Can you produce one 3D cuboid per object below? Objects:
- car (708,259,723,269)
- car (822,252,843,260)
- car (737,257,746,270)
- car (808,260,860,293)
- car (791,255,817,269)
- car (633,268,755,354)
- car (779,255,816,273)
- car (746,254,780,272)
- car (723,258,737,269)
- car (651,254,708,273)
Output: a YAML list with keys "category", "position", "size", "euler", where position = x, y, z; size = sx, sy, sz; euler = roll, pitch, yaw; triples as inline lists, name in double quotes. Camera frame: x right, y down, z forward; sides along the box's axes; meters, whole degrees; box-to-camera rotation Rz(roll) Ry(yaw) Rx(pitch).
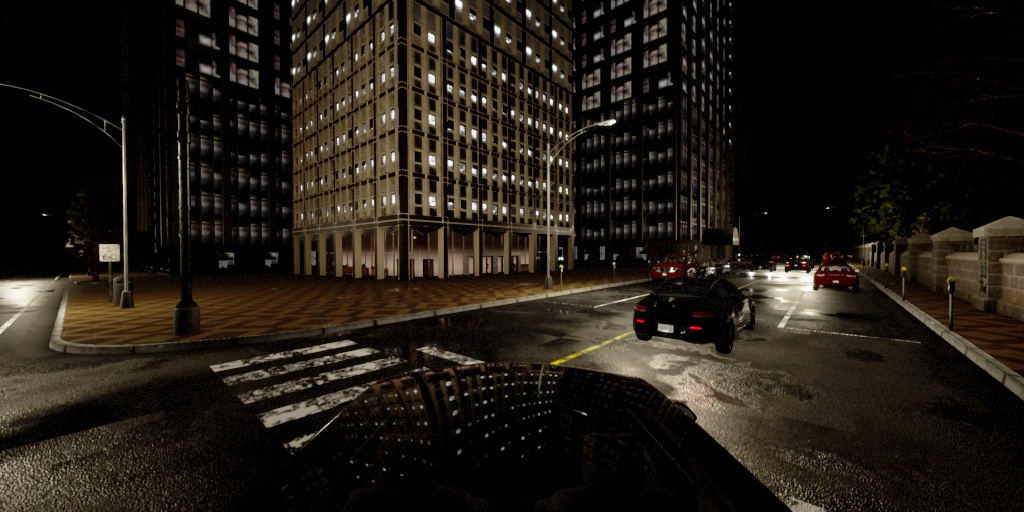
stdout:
- category: "car"
  position: [14.787, 0.993, 28.233]
  size: [2.007, 1.370, 4.403]
  euler: [0, 0, 42]
- category: "car"
  position: [42.702, 0.441, 47.795]
  size: [2.192, 1.841, 5.009]
  euler: [0, 0, 42]
- category: "car"
  position: [25.685, 0.795, 40.504]
  size: [1.751, 1.417, 4.829]
  euler: [0, 0, 42]
- category: "car"
  position: [17.008, 1.077, 18.868]
  size: [1.888, 1.381, 4.507]
  euler: [0, 0, 42]
- category: "car"
  position: [34.450, 0.709, 42.301]
  size: [2.128, 1.511, 4.902]
  euler: [0, 1, 42]
- category: "car"
  position: [4.492, 1.205, 8.634]
  size: [1.812, 1.442, 4.674]
  euler: [0, 1, 42]
- category: "car"
  position: [27.388, 0.878, 34.307]
  size: [2.033, 1.411, 5.357]
  euler: [0, 1, 42]
- category: "car"
  position: [25.810, 0.816, 36.776]
  size: [1.837, 1.490, 4.892]
  euler: [0, 1, 42]
- category: "car"
  position: [18.458, 0.936, 32.366]
  size: [2.007, 1.370, 4.403]
  euler: [0, 0, 42]
- category: "car"
  position: [11.116, 0.813, 24.101]
  size: [2.192, 1.841, 5.009]
  euler: [0, 0, 42]
